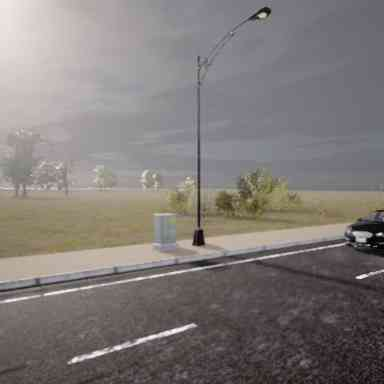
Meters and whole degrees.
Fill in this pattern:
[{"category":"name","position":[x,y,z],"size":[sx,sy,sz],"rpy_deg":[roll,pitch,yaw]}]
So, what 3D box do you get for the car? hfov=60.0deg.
[{"category":"car","position":[8.120,1.467,13.470],"size":[4.902,1.511,2.128],"rpy_deg":[0,0,-36]}]
